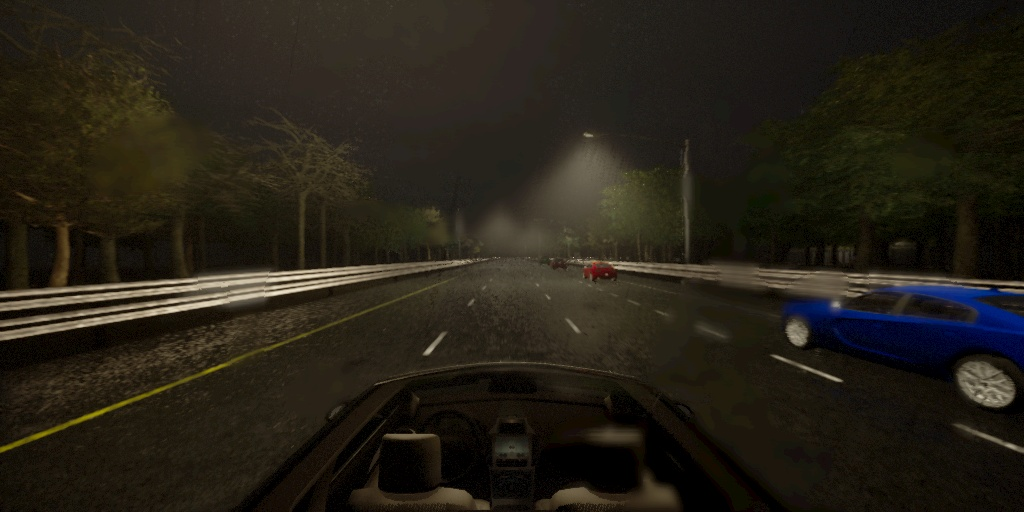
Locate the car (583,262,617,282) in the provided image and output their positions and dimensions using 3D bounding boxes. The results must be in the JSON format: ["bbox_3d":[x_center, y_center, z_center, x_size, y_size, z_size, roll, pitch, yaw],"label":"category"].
[{"bbox_3d":[7.012,1.239,29.042,1.882,1.535,5.008,0,0,0],"label":"car"}]

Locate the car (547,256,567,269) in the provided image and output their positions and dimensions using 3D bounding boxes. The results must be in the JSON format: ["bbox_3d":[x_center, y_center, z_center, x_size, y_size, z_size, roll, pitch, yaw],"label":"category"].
[{"bbox_3d":[7.038,1.115,55.015,2.097,1.767,4.553,0,0,0],"label":"car"}]

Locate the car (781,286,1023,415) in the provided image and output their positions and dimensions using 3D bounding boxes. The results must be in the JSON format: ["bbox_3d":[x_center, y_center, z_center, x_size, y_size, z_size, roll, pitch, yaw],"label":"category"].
[{"bbox_3d":[6.997,1.239,6.033,1.882,1.535,5.008,0,-1,0],"label":"car"}]
